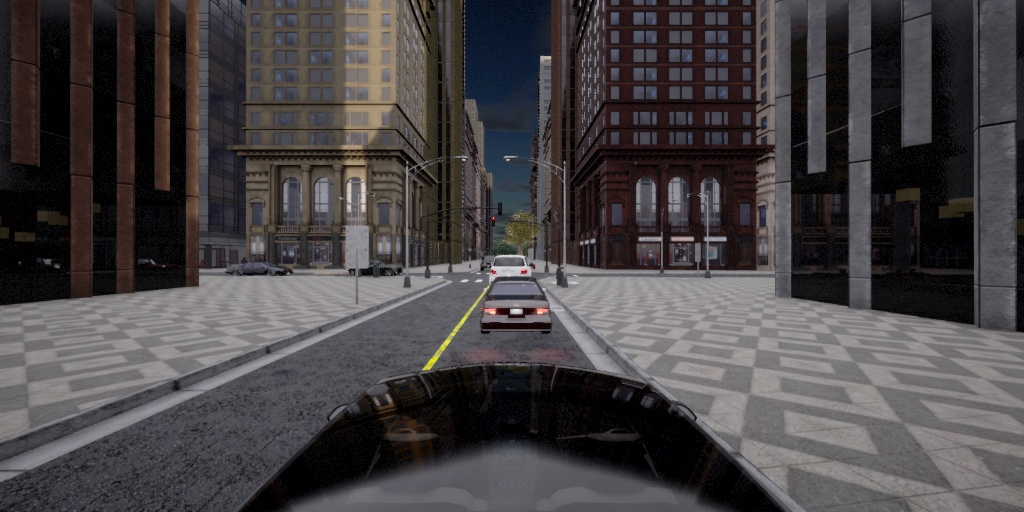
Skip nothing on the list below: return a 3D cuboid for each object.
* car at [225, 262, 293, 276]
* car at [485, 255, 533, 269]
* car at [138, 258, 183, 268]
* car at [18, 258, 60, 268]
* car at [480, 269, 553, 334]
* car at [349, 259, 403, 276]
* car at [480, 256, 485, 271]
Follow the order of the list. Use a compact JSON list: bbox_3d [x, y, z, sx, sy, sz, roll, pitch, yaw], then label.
[{"bbox_3d":[-23.424,1.221,33.316,5.357,1.411,2.033,0,0,0],"label":"car"},{"bbox_3d":[0.013,0.971,20.839,2.150,2.045,5.566,0,0,4],"label":"car"},{"bbox_3d":[-33.361,1.000,33.322,4.553,1.767,2.097,0,0,0],"label":"car"},{"bbox_3d":[-43.166,0.979,33.351,4.553,1.767,2.097,0,0,0],"label":"car"},{"bbox_3d":[0.089,1.297,10.594,2.033,1.411,5.357,0,0,0],"label":"car"},{"bbox_3d":[-12.564,1.056,33.323,4.553,1.767,2.097,0,0,0],"label":"car"},{"bbox_3d":[-3.139,0.969,49.469,2.150,2.045,5.566,0,0,-1],"label":"car"}]
